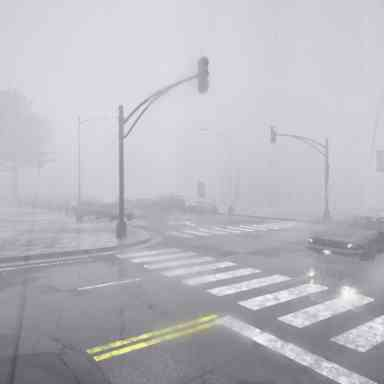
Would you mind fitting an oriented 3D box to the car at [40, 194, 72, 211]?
[{"bbox_3d":[-16.172,1.333,39.412,1.967,1.590,4.097,0,0,-36],"label":"car"}]

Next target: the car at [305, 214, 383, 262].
[{"bbox_3d":[6.534,1.541,12.293,5.357,1.411,2.033,0,0,-35],"label":"car"}]

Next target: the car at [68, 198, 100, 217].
[{"bbox_3d":[-9.504,1.492,30.317,1.947,1.339,4.313,0,0,-36],"label":"car"}]

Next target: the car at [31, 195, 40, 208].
[{"bbox_3d":[-19.507,1.461,43.961,1.802,1.307,4.206,0,0,-36],"label":"car"}]

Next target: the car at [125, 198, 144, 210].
[{"bbox_3d":[-5.961,1.429,39.902,1.947,1.339,4.313,0,0,-36],"label":"car"}]

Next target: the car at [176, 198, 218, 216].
[{"bbox_3d":[0.708,1.482,30.807,1.802,1.307,4.206,0,0,-36],"label":"car"}]

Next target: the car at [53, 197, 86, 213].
[{"bbox_3d":[-12.838,1.491,34.865,1.802,1.307,4.206,0,0,-36],"label":"car"}]

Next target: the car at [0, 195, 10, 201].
[{"bbox_3d":[-42.847,1.391,75.797,1.802,1.307,4.206,0,0,-36],"label":"car"}]

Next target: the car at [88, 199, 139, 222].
[{"bbox_3d":[-6.169,1.512,25.768,1.947,1.339,4.313,0,0,-36],"label":"car"}]

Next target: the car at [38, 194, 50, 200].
[{"bbox_3d":[-36.067,1.288,80.966,1.752,1.417,4.829,0,0,-36],"label":"car"}]

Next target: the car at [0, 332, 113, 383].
[{"bbox_3d":[-2.723,1.505,1.487,4.892,1.490,1.837,0,0,-37],"label":"car"}]

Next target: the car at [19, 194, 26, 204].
[{"bbox_3d":[-26.176,1.421,53.057,1.947,1.339,4.313,0,0,-36],"label":"car"}]

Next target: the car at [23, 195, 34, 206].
[{"bbox_3d":[-22.740,1.392,48.371,1.752,1.417,4.829,0,0,-36],"label":"car"}]

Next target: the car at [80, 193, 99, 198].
[{"bbox_3d":[-15.963,1.365,53.544,1.887,1.381,4.507,0,0,-36],"label":"car"}]

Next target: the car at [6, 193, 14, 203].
[{"bbox_3d":[-32.845,1.380,62.153,1.887,1.381,4.507,0,0,-36],"label":"car"}]

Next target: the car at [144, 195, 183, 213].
[{"bbox_3d":[-2.627,1.196,35.354,2.192,1.841,5.009,0,0,-36],"label":"car"}]

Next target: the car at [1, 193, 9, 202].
[{"bbox_3d":[-36.180,1.141,66.701,2.192,1.841,5.009,0,0,-36],"label":"car"}]

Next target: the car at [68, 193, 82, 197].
[{"bbox_3d":[-19.298,1.124,58.091,2.192,1.841,5.009,0,0,-36],"label":"car"}]
